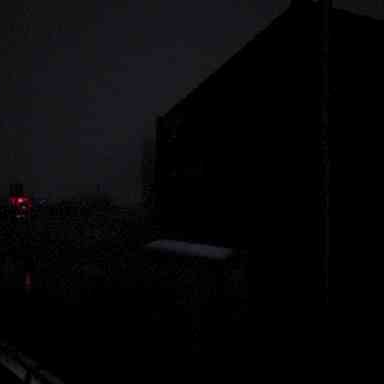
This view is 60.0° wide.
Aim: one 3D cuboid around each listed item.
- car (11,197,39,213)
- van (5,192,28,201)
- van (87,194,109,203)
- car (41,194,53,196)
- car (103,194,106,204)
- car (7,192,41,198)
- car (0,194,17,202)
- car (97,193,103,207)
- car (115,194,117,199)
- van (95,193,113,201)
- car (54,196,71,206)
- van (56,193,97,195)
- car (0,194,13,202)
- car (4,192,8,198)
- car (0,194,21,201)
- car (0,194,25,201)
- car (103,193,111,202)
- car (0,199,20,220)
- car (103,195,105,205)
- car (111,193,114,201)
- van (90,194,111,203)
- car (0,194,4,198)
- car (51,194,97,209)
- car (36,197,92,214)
[{"bbox_3d":[-18.804,1.636,38.309,1.994,1.385,4.181,1,0,-11],"label":"car"},{"bbox_3d":[-42.260,1.015,80.049,4.442,1.987,1.878,1,0,-11],"label":"van"},{"bbox_3d":[-20.806,1.390,73.837,4.442,1.987,1.878,1,0,-11],"label":"van"},{"bbox_3d":[-25.272,1.506,56.333,1.837,1.490,4.892,1,0,-11],"label":"car"},{"bbox_3d":[-17.126,1.642,54.733,4.892,1.521,2.231,1,0,-11],"label":"car"},{"bbox_3d":[-23.462,1.242,46.806,2.150,2.045,5.566,1,0,-11],"label":"car"},{"bbox_3d":[-40.829,1.227,71.776,4.892,1.521,2.231,1,0,-11],"label":"car"},{"bbox_3d":[-16.081,1.526,49.274,4.553,1.767,2.185,1,0,-11],"label":"car"},{"bbox_3d":[-23.265,1.382,87.514,5.566,2.045,2.435,1,0,-11],"label":"car"},{"bbox_3d":[-23.862,1.414,90.228,4.442,1.987,1.878,1,0,-11],"label":"van"},{"bbox_3d":[-22.476,1.565,57.702,1.837,1.490,4.892,1,0,-11],"label":"car"},{"bbox_3d":[-15.228,1.429,43.903,4.442,1.987,1.878,1,0,-11],"label":"van"},{"bbox_3d":[-40.322,1.225,69.066,4.892,1.521,2.231,1,0,-11],"label":"car"},{"bbox_3d":[-39.787,1.098,66.361,4.553,1.767,2.185,1,0,-11],"label":"car"},{"bbox_3d":[-41.336,1.230,74.486,4.892,1.521,2.231,1,0,-11],"label":"car"},{"bbox_3d":[-41.843,1.234,77.195,4.892,1.521,2.231,1,0,-11],"label":"car"},{"bbox_3d":[-18.705,1.374,63.047,5.566,2.045,2.435,1,0,-11],"label":"car"},{"bbox_3d":[-16.669,1.600,28.509,1.994,1.385,4.181,1,0,-13],"label":"car"},{"bbox_3d":[-16.651,1.646,52.122,5.008,1.535,2.097,1,0,-11],"label":"car"},{"bbox_3d":[-20.154,1.368,71.130,5.566,2.045,2.435,1,0,-11],"label":"car"},{"bbox_3d":[-21.086,1.396,76.610,4.442,1.987,1.878,1,0,-11],"label":"van"},{"bbox_3d":[-39.341,1.097,63.639,4.553,1.767,2.185,1,0,-11],"label":"car"},{"bbox_3d":[-14.551,1.526,41.071,4.553,1.767,2.185,1,0,-11],"label":"car"},{"bbox_3d":[-13.618,1.659,35.716,4.792,1.488,2.163,1,0,-11],"label":"car"}]
